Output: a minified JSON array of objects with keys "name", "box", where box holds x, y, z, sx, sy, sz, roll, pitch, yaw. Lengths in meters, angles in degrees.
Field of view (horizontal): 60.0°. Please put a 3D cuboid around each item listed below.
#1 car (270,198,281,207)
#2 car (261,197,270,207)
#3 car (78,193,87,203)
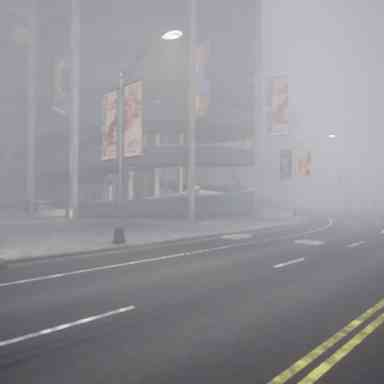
[{"name":"car","box":[13.815,1.792,59.802,2.097,1.767,4.553,1,0,-30]},{"name":"car","box":[10.525,1.635,58.592,2.150,2.045,5.566,1,-1,-32]},{"name":"car","box":[-21.543,1.203,61.703,5.566,2.045,2.435,0,0,45]}]
